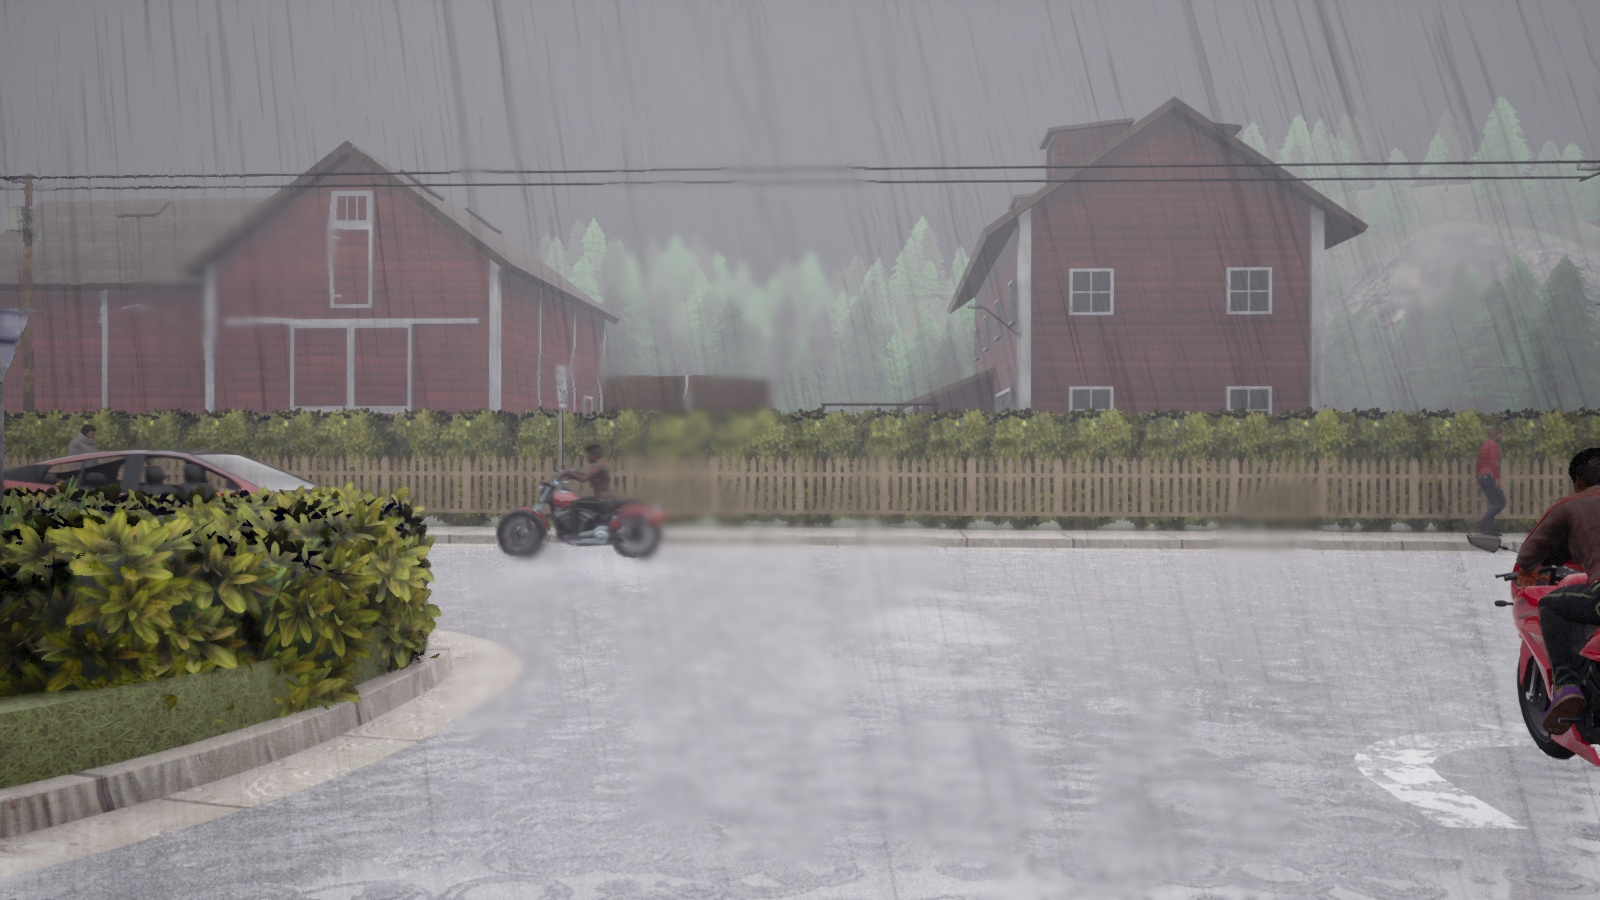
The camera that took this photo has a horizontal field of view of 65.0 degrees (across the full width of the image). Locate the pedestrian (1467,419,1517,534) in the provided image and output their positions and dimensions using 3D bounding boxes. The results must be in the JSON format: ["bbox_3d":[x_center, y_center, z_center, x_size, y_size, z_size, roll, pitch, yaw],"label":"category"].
[{"bbox_3d":[11.229,0.426,20.377,0.636,1.846,0.331,0,0,11],"label":"pedestrian"}]

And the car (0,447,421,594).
[{"bbox_3d":[-6.880,0.741,14.248,4.514,1.525,2.007,0,0,4],"label":"car"}]

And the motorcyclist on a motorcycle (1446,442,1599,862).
[{"bbox_3d":[3.496,0.733,5.450,0.797,1.523,2.044,0,0,14],"label":"motorcyclist on a motorcycle"}]

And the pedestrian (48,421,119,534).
[{"bbox_3d":[-12.605,0.481,22.107,0.873,1.952,0.659,0,0,2],"label":"pedestrian"}]

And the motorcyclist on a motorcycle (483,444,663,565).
[{"bbox_3d":[-3.145,0.744,17.499,2.350,1.649,0.766,0,0,4],"label":"motorcyclist on a motorcycle"}]

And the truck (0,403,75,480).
[{"bbox_3d":[-41.273,-0.396,63.571,2.891,3.827,8.468,-1,-1,13],"label":"truck"}]
